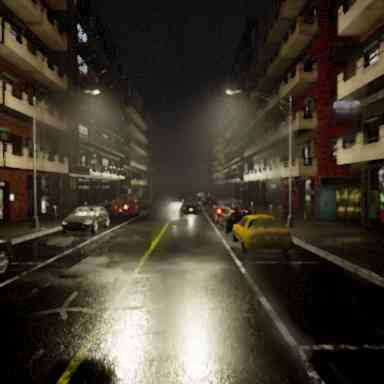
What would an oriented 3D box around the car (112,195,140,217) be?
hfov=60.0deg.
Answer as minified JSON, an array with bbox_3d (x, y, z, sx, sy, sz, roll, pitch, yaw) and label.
[{"bbox_3d":[-5.896,1.198,29.829,2.192,1.841,5.009,-1,0,0],"label":"car"}]

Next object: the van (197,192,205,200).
[{"bbox_3d":[2.145,1.008,80.274,1.690,1.788,3.998,-1,0,0],"label":"van"}]

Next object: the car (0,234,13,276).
[{"bbox_3d":[-5.741,1.527,7.423,2.008,1.369,4.403,-1,0,0],"label":"car"}]

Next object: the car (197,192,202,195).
[{"bbox_3d":[2.222,1.152,69.071,1.967,1.590,4.097,-1,0,0],"label":"car"}]

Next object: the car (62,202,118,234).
[{"bbox_3d":[-5.817,1.480,18.626,2.008,1.369,4.403,-1,0,0],"label":"car"}]

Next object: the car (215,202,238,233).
[{"bbox_3d":[2.563,1.484,18.654,1.947,1.339,4.313,-1,0,0],"label":"car"}]

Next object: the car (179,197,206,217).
[{"bbox_3d":[-0.090,1.439,29.621,1.994,1.385,4.181,0,0,0],"label":"car"}]

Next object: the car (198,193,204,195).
[{"bbox_3d":[2.337,1.330,52.266,2.008,1.369,4.403,-1,0,0],"label":"car"}]

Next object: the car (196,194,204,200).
[{"bbox_3d":[2.111,1.195,85.876,2.008,1.369,4.403,-1,0,0],"label":"car"}]

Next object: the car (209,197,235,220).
[{"bbox_3d":[2.524,1.335,24.255,1.967,1.590,4.097,-1,0,0],"label":"car"}]

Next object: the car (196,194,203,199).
[{"bbox_3d":[2.073,1.167,91.478,1.887,1.381,4.507,-1,0,0],"label":"car"}]

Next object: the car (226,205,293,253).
[{"bbox_3d":[2.600,1.466,13.222,1.752,1.417,4.829,-1,0,0],"label":"car"}]

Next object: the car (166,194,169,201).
[{"bbox_3d":[-6.122,1.060,63.440,2.192,1.841,5.009,-1,0,0],"label":"car"}]

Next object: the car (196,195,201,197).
[{"bbox_3d":[-0.193,1.414,44.962,1.895,1.301,4.718,0,0,0],"label":"car"}]

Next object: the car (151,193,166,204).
[{"bbox_3d":[-6.081,1.319,57.839,2.008,1.369,4.403,-1,0,0],"label":"car"}]

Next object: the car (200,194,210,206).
[{"bbox_3d":[2.375,1.368,46.663,1.947,1.339,4.313,-1,0,0],"label":"car"}]
